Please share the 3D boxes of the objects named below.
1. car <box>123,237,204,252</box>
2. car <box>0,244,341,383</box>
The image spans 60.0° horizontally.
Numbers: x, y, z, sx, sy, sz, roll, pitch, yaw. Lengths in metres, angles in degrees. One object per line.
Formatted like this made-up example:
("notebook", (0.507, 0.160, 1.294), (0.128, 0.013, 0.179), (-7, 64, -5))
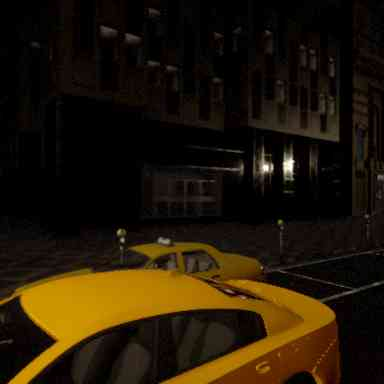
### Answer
("car", (-0.718, 1.558, 6.139), (4.829, 1.417, 1.752), (1, 0, -36))
("car", (-0.840, 1.487, 2.655), (5.008, 1.535, 1.882), (1, -1, -36))
